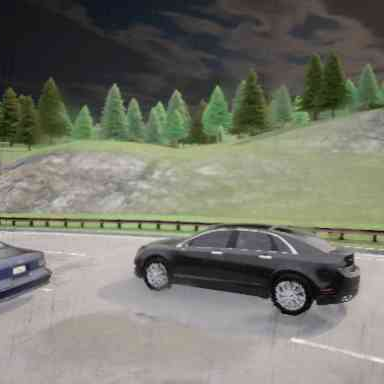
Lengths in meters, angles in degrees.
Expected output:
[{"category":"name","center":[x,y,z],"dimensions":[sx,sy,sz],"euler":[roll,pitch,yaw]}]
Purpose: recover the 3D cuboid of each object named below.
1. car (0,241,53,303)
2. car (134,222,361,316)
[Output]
[{"category":"car","center":[-5.624,1.498,6.898],"dimensions":[5.357,1.411,2.033],"euler":[0,0,16]},{"category":"car","center":[0.960,1.434,7.306],"dimensions":[4.892,1.490,1.837],"euler":[0,-1,29]}]
